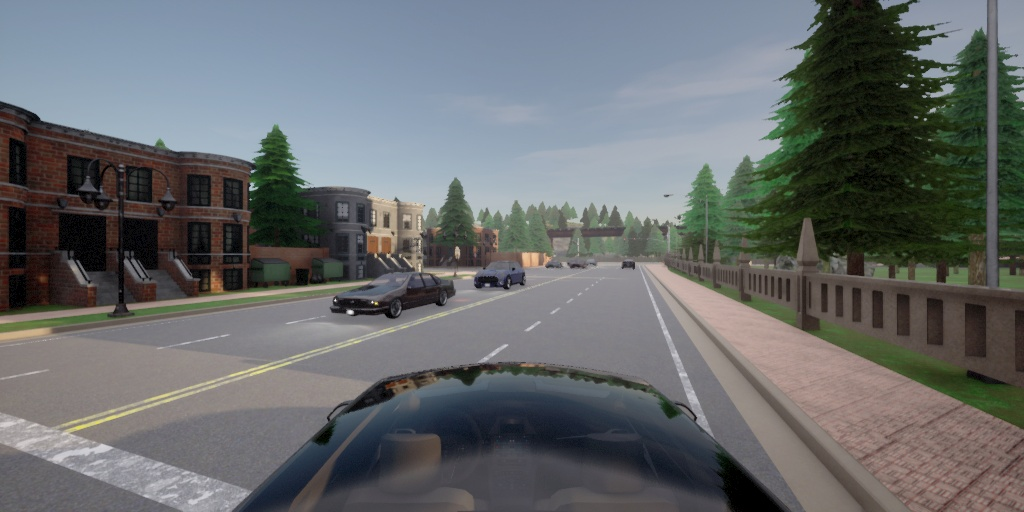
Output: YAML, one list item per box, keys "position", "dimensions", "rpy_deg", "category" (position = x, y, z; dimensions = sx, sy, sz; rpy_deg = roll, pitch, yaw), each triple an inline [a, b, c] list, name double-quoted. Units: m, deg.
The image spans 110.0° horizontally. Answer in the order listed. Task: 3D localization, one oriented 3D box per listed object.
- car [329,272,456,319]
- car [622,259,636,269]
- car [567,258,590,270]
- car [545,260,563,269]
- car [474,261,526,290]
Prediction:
- position: [-3.990, 1.297, 13.273]
  dimensions: [2.033, 1.411, 5.357]
  rpy_deg: [0, 0, 19]
  category: "car"
- position: [18.922, 1.222, 58.131]
  dimensions: [1.882, 1.535, 5.008]
  rpy_deg: [0, 0, 19]
  category: "car"
- position: [9.930, 1.098, 53.773]
  dimensions: [2.097, 1.767, 4.553]
  rpy_deg: [0, 0, 19]
  category: "car"
- position: [6.536, 1.310, 55.248]
  dimensions: [1.994, 1.385, 4.181]
  rpy_deg: [0, 0, 23]
  category: "car"
- position: [-0.675, 1.101, 22.814]
  dimensions: [2.097, 1.767, 4.553]
  rpy_deg: [0, 0, 19]
  category: "car"
